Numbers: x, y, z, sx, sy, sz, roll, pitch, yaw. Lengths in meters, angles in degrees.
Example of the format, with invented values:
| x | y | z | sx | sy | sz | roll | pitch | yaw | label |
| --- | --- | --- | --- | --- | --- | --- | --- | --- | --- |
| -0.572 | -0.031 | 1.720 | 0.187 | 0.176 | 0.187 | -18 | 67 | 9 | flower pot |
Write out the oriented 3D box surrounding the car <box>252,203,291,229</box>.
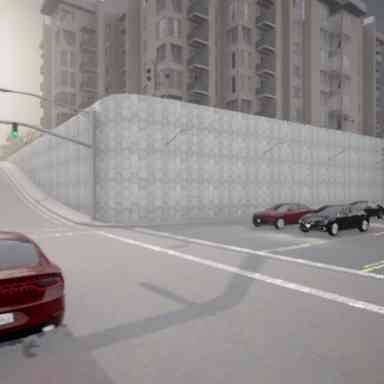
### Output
| x | y | z | sx | sy | sz | roll | pitch | yaw | label |
| --- | --- | --- | --- | --- | --- | --- | --- | --- | --- |
| 5.983 | 1.418 | 21.152 | 5.008 | 1.535 | 1.882 | 0 | 0 | -36 | car |

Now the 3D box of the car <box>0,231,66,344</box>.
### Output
| x | y | z | sx | sy | sz | roll | pitch | yaw | label |
| --- | --- | --- | --- | --- | --- | --- | --- | --- | --- |
| -3.865 | 1.476 | 6.263 | 1.882 | 1.535 | 5.008 | 0 | 0 | -36 | car |

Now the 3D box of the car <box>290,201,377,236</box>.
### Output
| x | y | z | sx | sy | sz | roll | pitch | yaw | label |
| --- | --- | --- | --- | --- | --- | --- | --- | --- | --- |
| 7.837 | 1.446 | 18.186 | 4.892 | 1.490 | 1.837 | 0 | 0 | -35 | car |

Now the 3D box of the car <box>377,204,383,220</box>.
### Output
| x | y | z | sx | sy | sz | roll | pitch | yaw | label |
| --- | --- | --- | --- | --- | --- | --- | --- | --- | --- |
| 15.443 | 1.413 | 23.595 | 4.892 | 1.490 | 1.837 | 0 | 0 | -36 | car |
